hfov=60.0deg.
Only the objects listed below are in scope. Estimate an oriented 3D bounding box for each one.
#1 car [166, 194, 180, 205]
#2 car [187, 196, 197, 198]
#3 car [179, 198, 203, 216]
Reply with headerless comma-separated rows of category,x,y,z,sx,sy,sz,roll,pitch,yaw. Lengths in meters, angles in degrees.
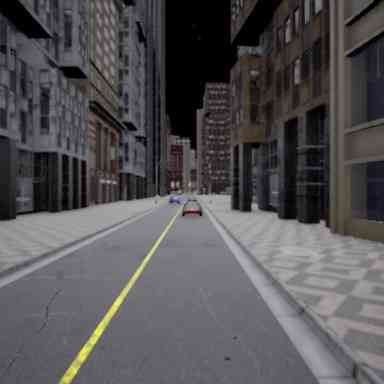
car,-3.036,1.384,59.033,1.882,1.535,5.008,0,0,1
car,-0.002,1.402,62.942,2.128,1.511,4.902,0,0,0
car,0.044,1.541,32.601,1.994,1.385,4.181,0,0,0
